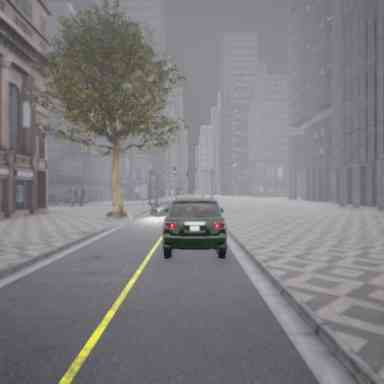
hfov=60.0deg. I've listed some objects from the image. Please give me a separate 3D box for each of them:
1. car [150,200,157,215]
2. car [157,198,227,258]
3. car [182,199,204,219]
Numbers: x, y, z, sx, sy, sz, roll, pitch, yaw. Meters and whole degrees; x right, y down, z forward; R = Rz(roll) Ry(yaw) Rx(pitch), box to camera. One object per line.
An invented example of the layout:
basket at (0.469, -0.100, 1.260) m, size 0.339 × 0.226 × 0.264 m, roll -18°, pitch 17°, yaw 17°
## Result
car at (-3.095, 1.517, 33.796) m, size 2.128 × 1.511 × 4.902 m, roll 0°, pitch 0°, yaw 0°
car at (0.094, 1.223, 12.968) m, size 2.150 × 2.045 × 5.566 m, roll 0°, pitch 0°, yaw 0°
car at (0.096, 1.498, 30.634) m, size 1.882 × 1.535 × 5.008 m, roll 0°, pitch 0°, yaw 0°
